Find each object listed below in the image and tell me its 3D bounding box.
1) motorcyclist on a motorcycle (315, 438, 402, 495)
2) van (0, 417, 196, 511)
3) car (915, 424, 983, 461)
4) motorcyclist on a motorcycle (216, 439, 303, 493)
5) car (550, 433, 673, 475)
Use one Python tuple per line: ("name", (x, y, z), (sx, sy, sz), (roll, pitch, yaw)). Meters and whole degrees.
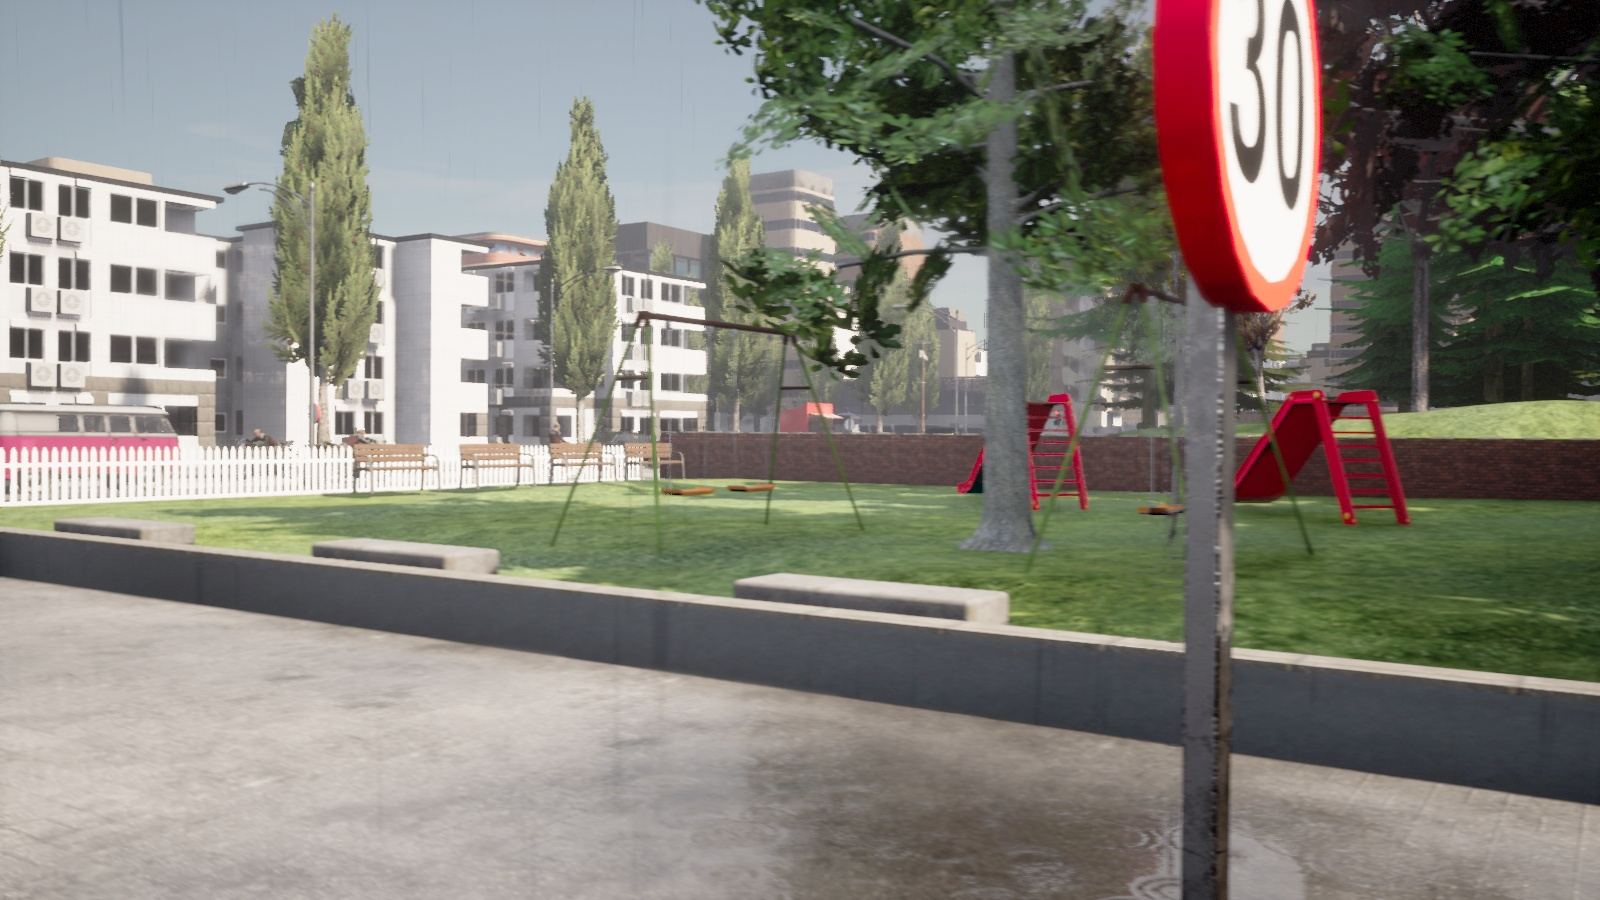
("motorcyclist on a motorcycle", (-12.258, 0.432, 34.954), (0.866, 1.530, 2.191), (0, 1, 34))
("van", (-16.432, 0.269, 28.703), (1.775, 1.987, 4.442), (0, 1, 33))
("car", (7.741, -0.398, 64.969), (1.905, 1.878, 3.866), (0, 1, 34))
("motorcyclist on a motorcycle", (-15.823, 0.443, 36.817), (0.866, 1.530, 2.191), (0, 1, 34))
("car", (-7.354, 0.136, 49.508), (1.882, 1.535, 5.008), (0, 1, 34))
